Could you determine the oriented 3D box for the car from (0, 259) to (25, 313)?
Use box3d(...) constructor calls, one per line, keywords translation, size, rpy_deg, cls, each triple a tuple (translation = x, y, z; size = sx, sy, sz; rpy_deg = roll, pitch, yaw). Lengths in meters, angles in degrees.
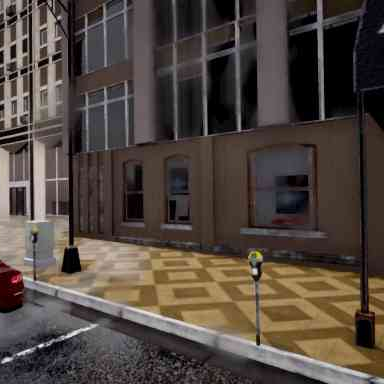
box3d(translation=(-4.803, 1.584, 6.322), size=(4.206, 1.307, 1.802), rpy_deg=(0, -1, 36), cls="car")
